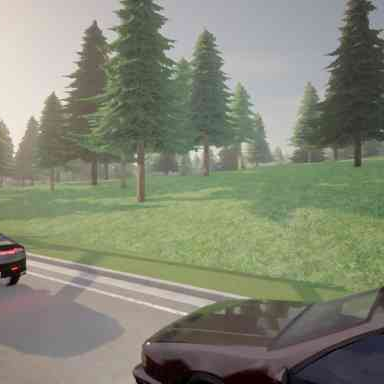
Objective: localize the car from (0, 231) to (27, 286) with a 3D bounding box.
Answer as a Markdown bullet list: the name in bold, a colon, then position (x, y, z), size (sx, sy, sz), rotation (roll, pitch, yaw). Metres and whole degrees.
- **car**: position (-5.979, 1.492, 8.148), size (4.902, 1.511, 2.128), rotation (0, 0, 36)

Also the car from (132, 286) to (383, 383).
- **car**: position (2.011, 1.547, 2.558), size (5.357, 1.411, 2.033), rotation (0, 0, 35)
